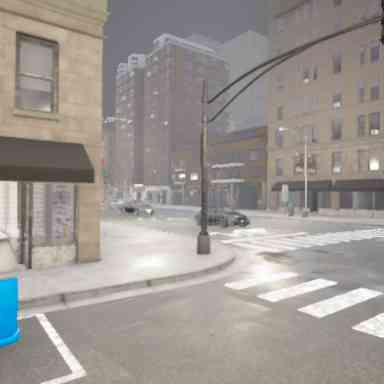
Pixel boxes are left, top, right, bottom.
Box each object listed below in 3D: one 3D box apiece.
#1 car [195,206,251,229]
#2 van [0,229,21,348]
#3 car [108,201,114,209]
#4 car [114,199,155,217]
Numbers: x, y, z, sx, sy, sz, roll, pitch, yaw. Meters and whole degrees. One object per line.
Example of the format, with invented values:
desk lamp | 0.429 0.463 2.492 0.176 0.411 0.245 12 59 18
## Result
car | 2.020 1.671 22.770 1.994 1.385 4.181 1 0 -36
van | -4.146 1.332 3.804 3.998 1.788 1.690 1 0 -36
car | -9.629 1.660 44.541 1.812 1.442 4.674 1 0 -36
car | -5.462 1.597 33.003 2.128 1.511 4.902 1 0 -36
